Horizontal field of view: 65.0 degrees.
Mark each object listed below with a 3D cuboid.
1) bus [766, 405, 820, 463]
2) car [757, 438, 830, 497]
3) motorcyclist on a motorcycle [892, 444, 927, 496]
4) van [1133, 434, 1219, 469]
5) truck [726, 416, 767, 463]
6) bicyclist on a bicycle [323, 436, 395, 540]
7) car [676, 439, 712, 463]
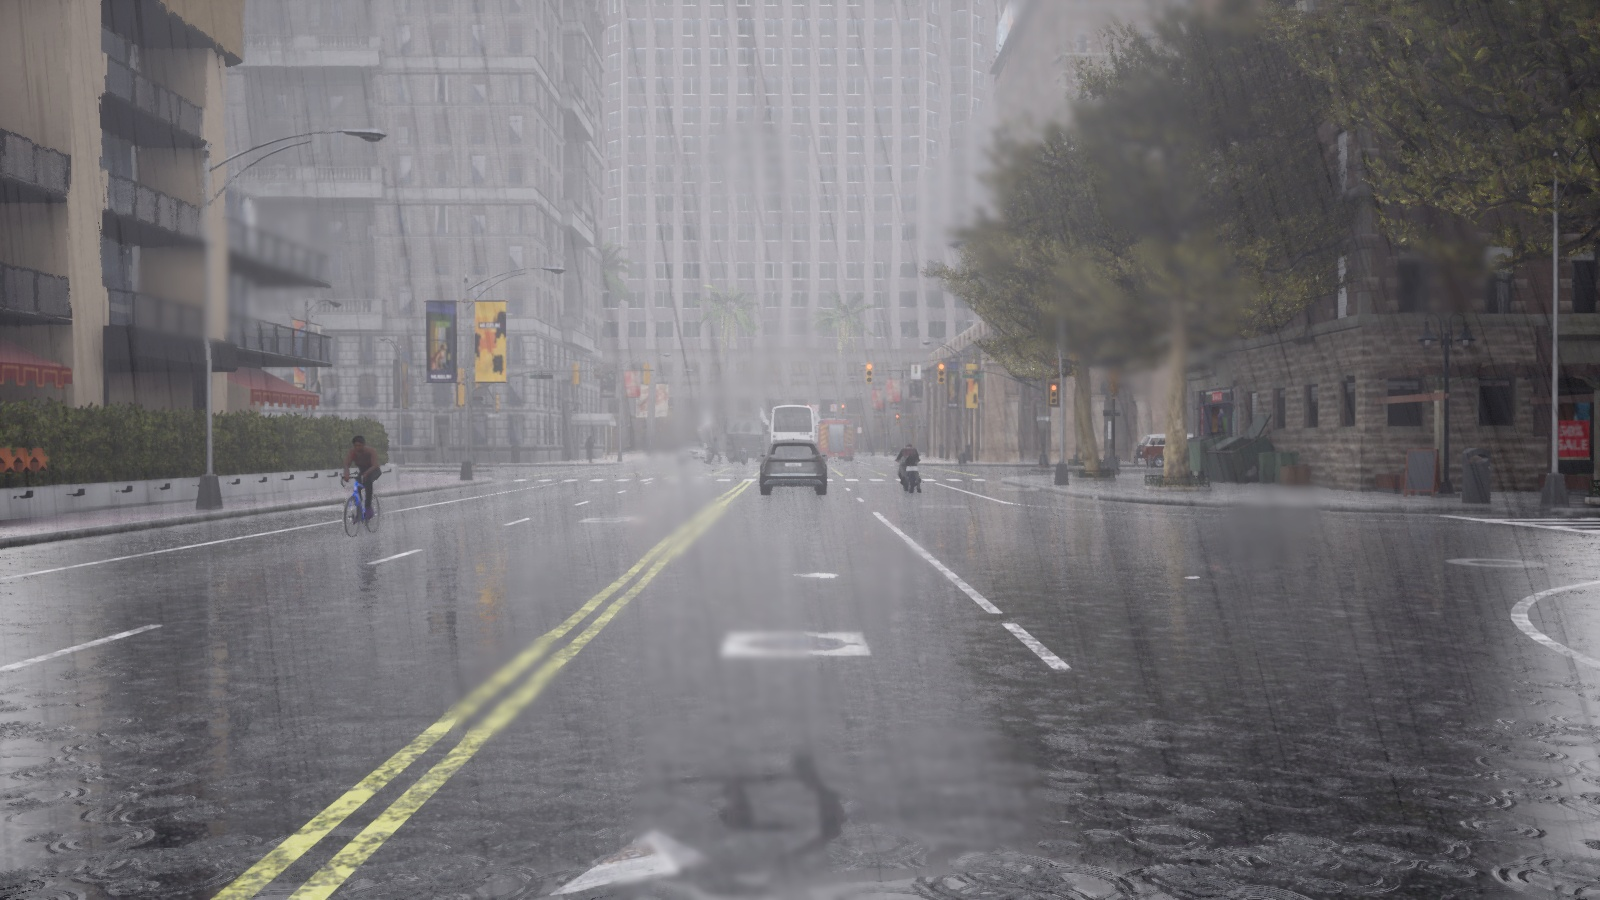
[{"bbox_3d":[-0.563,-1.176,96.591,3.944,4.253,10.273,0,0,0],"label":"bus"},{"bbox_3d":[-0.196,0.465,37.376,2.033,1.649,4.856,0,0,0],"label":"car"},{"bbox_3d":[3.298,0.569,38.045,0.866,1.530,2.191,0,0,0],"label":"motorcyclist on a motorcycle"},{"bbox_3d":[22.090,0.071,73.871,4.480,2.038,2.069,0,0,1],"label":"van"},{"bbox_3d":[-4.069,-0.789,97.529,2.891,3.462,7.936,0,0,0],"label":"truck"},{"bbox_3d":[-7.092,0.579,20.272,0.582,1.620,1.656,0,1,0],"label":"bicyclist on a bicycle"},{"bbox_3d":[-7.519,0.080,89.580,2.242,1.667,4.611,0,0,-1],"label":"car"}]
